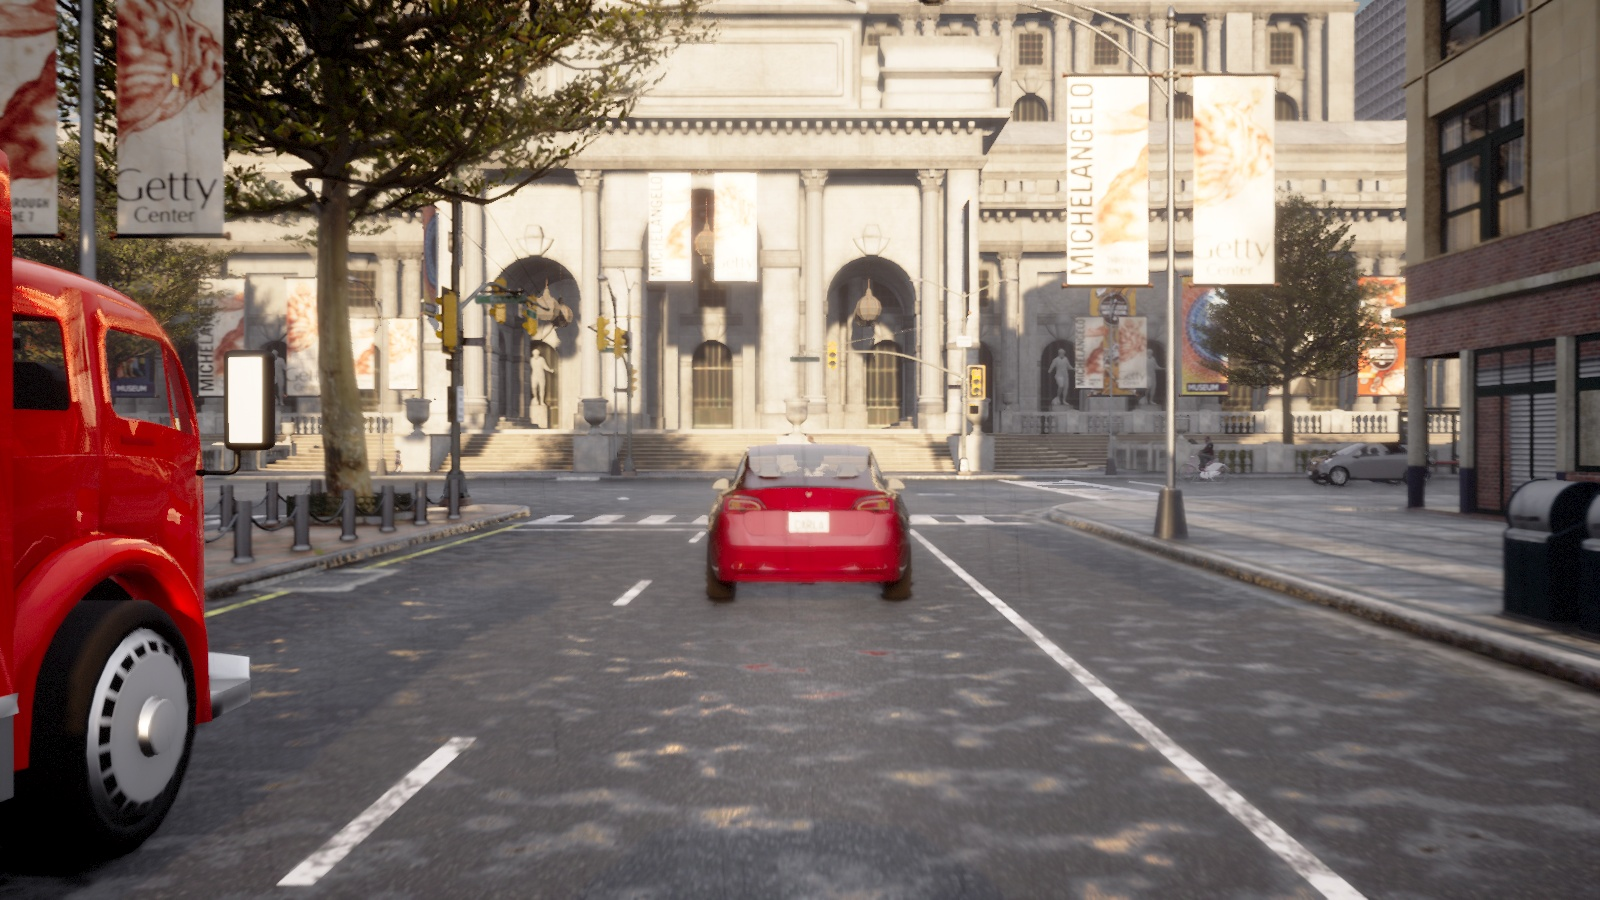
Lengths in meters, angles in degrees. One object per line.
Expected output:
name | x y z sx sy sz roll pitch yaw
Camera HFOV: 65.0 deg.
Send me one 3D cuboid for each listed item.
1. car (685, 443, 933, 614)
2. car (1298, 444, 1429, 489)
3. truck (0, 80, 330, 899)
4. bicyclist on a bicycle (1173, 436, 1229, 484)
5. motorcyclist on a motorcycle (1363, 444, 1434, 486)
car | 0.092 0.671 13.366 2.163 1.488 4.792 0 0 0
car | 19.203 0.534 42.880 3.633 1.501 1.845 0 0 1
truck | -3.467 0.239 3.112 2.627 2.467 5.204 0 0 0
bicyclist on a bicycle | 14.808 0.367 46.423 1.843 1.776 0.659 0 0 1
motorcyclist on a motorcycle | 22.090 0.538 46.352 2.191 1.530 0.866 0 0 1
